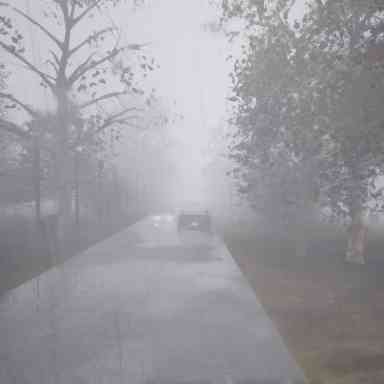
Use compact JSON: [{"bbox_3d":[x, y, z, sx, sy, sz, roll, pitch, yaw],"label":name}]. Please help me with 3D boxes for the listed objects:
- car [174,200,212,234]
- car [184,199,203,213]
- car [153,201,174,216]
[{"bbox_3d":[0.135,1.491,19.474,1.882,1.535,5.008,0,0,0],"label":"car"},{"bbox_3d":[0.222,1.571,38.047,2.033,1.411,5.357,0,0,1],"label":"car"},{"bbox_3d":[-2.710,1.587,32.986,1.994,1.385,4.181,0,0,1],"label":"car"}]
